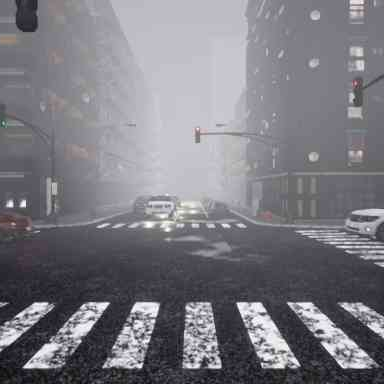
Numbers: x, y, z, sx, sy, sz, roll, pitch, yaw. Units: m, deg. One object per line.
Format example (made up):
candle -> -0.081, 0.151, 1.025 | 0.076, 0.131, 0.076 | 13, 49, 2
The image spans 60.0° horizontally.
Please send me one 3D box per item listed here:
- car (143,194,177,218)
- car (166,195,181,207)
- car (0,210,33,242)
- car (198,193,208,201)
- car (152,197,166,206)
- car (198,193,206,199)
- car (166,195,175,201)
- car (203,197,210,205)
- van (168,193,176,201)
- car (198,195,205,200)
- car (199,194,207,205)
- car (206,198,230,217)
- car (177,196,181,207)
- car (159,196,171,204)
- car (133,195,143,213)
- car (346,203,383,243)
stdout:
car -> -2.808, 1.210, 30.382 | 2.150, 2.045, 5.566 | 0, 0, 0
car -> -2.760, 1.331, 50.395 | 2.097, 1.767, 4.553 | 0, 0, 0
car -> -9.806, 1.509, 15.297 | 4.674, 1.442, 1.812 | 0, 0, -1
car -> 2.679, 1.275, 81.235 | 2.192, 1.841, 5.009 | -1, 0, 0
car -> -5.241, 1.559, 53.605 | 1.802, 1.307, 4.206 | -1, 0, 0
car -> 2.673, 1.546, 75.696 | 1.802, 1.307, 4.206 | -1, 0, 0
car -> -5.199, 1.485, 81.121 | 1.752, 1.417, 4.829 | -1, 0, 0
car -> 2.612, 1.536, 36.921 | 2.008, 1.369, 4.403 | -1, 0, 0
van -> -5.192, 1.297, 86.828 | 1.690, 1.788, 3.998 | -1, 0, 0
car -> 2.700, 1.533, 92.314 | 1.802, 1.307, 4.206 | -1, 0, 0
car -> 2.647, 1.519, 59.078 | 1.887, 1.381, 4.507 | -1, 0, 0
car -> 2.604, 1.570, 31.382 | 1.802, 1.307, 4.206 | -1, 0, 0
car -> -2.785, 1.475, 40.332 | 2.128, 1.511, 4.902 | 0, 0, 0
car -> -5.224, 1.553, 64.679 | 1.802, 1.307, 4.206 | -1, 0, 0
car -> -5.271, 1.300, 36.993 | 2.192, 1.841, 5.009 | -1, 0, 0
car -> 10.197, 1.186, 15.422 | 5.566, 2.045, 2.150 | 0, 1, 0
